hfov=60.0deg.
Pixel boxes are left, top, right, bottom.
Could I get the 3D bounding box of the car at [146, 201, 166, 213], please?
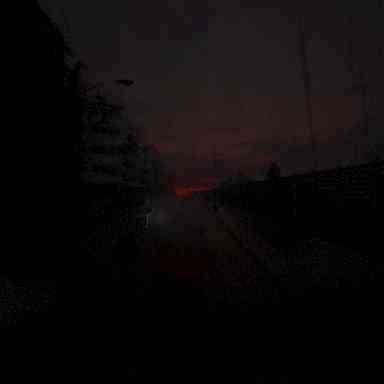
[{"bbox_3d":[-4.095,1.641,37.935,1.895,1.301,4.718,0,0,0],"label":"car"}]
